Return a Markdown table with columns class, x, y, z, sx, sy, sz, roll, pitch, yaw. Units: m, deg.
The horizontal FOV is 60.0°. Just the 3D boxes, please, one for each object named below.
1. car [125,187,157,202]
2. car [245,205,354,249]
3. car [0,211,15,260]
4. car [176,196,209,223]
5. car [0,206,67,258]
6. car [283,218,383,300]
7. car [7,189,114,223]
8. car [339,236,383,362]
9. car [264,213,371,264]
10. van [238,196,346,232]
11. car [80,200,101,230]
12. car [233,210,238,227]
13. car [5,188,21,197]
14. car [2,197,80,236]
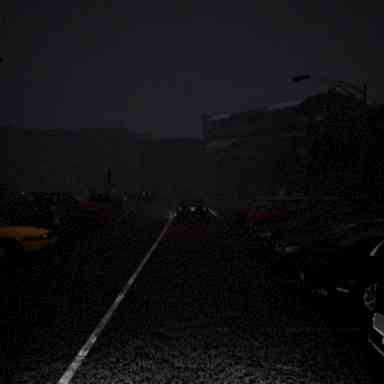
| class | x | y | z | sx | sy | sz | roll | pitch | yaw |
| --- | --- | --- | --- | --- | --- | --- | --- | --- | --- |
| car | -6.249 | 0.116 | 40.206 | 2.097 | 1.767 | 4.553 | -4 | 5 | -40 |
| car | 4.656 | 1.404 | 12.170 | 4.892 | 1.521 | 2.231 | 0 | 1 | 0 |
| car | -7.865 | 1.422 | 8.646 | 5.366 | 1.575 | 1.946 | 0 | 0 | 0 |
| car | -0.057 | 1.062 | 23.157 | 2.097 | 1.767 | 4.553 | 0 | 2 | -3 |
| car | -7.495 | 1.404 | 11.585 | 5.366 | 1.575 | 1.946 | 0 | 0 | 0 |
| car | 4.643 | 1.438 | 6.710 | 4.892 | 1.521 | 2.231 | 0 | 0 | 0 |
| car | -7.653 | 1.026 | 20.296 | 5.566 | 2.045 | 2.435 | 0 | 1 | 0 |
| car | 4.656 | 1.456 | 3.791 | 4.892 | 1.521 | 2.231 | 0 | 0 | 0 |
| car | 4.651 | 1.460 | 9.380 | 4.674 | 1.452 | 2.002 | 0 | 0 | 0 |
| van | 4.532 | 1.154 | 14.961 | 4.442 | 1.987 | 1.878 | 0 | 1 | 0 |
| car | -7.686 | 1.344 | 17.357 | 5.008 | 1.535 | 2.097 | 0 | 1 | 0 |
| car | 4.643 | 1.336 | 17.772 | 4.892 | 1.521 | 2.231 | 0 | 1 | 0 |
| car | -23.890 | 0.252 | 45.126 | 4.553 | 1.767 | 2.097 | -1 | 4 | 13 |
| car | -7.650 | 1.258 | 14.526 | 4.553 | 1.767 | 2.185 | 0 | 1 | 0 |
